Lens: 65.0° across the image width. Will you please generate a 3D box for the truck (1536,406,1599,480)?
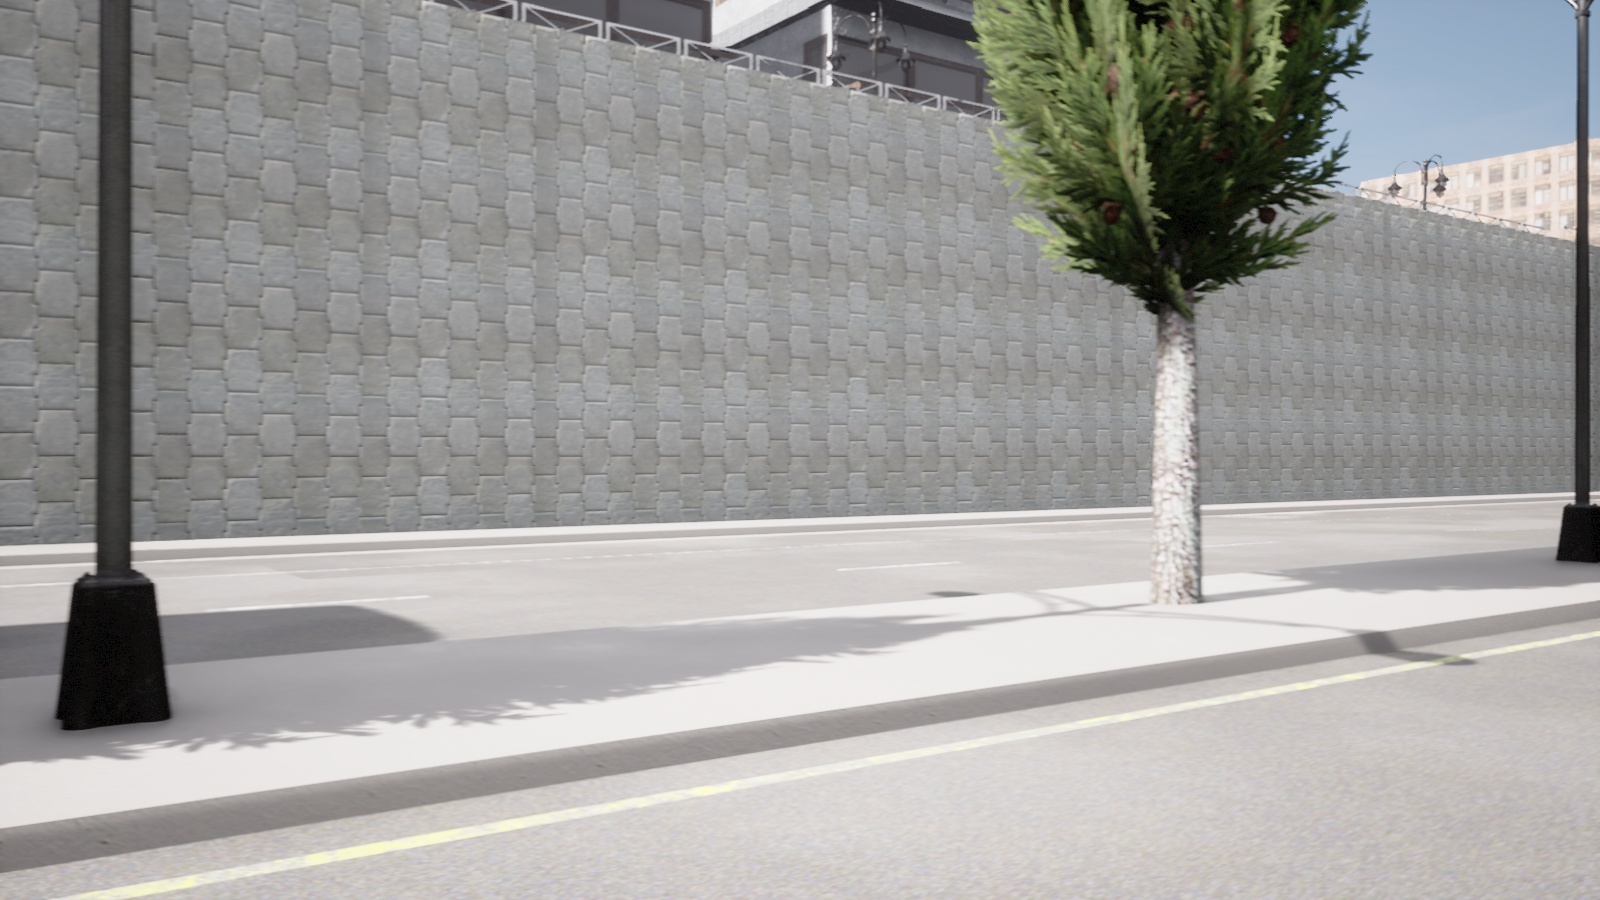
[{"bbox_3d":[43.347,-0.352,65.132,2.891,3.827,8.468,0,0,-34],"label":"truck"}]
